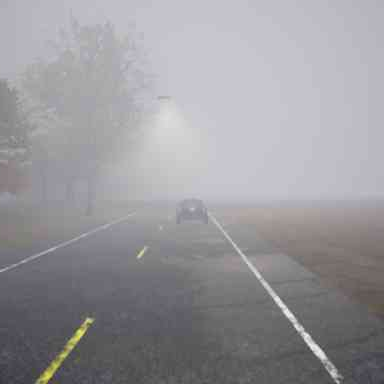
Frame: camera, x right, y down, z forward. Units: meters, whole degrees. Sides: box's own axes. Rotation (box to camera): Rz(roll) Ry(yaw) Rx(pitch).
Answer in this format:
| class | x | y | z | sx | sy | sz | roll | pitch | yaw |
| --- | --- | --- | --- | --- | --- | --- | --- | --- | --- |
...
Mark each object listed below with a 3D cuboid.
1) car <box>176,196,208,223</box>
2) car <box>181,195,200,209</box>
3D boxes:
| class | x | y | z | sx | sy | sz | roll | pitch | yaw |
| --- | --- | --- | --- | --- | --- | --- | --- | --- | --- |
| car | -0.003 | 1.193 | 23.834 | 2.097 | 1.767 | 4.553 | 0 | 1 | 0 |
| car | -0.191 | 1.222 | 40.675 | 2.128 | 1.511 | 4.902 | 0 | 0 | -1 |
